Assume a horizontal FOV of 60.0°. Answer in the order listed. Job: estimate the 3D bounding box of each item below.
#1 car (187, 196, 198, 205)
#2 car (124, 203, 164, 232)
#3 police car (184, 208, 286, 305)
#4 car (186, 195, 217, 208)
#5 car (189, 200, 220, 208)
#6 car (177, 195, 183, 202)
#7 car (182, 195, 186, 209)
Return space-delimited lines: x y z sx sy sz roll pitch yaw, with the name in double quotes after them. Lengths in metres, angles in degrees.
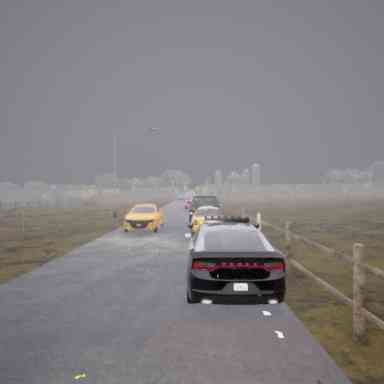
0.119 1.543 58.431 1.812 1.442 4.674 0 0 0 "car"
-2.810 1.479 20.113 1.882 1.535 5.008 0 0 0 "car"
0.842 1.425 8.291 1.930 1.638 5.238 0 0 0 "police car"
0.875 1.228 24.212 2.150 2.045 5.566 0 0 0 "car"
0.862 1.457 18.371 1.801 1.575 5.366 0 0 0 "car"
-2.591 1.461 78.736 1.882 1.535 5.008 0 0 0 "car"
0.113 1.367 45.425 2.097 1.767 4.553 0 0 1 "car"
